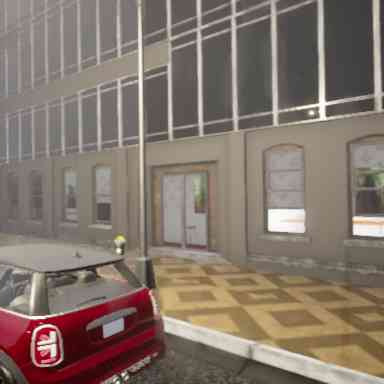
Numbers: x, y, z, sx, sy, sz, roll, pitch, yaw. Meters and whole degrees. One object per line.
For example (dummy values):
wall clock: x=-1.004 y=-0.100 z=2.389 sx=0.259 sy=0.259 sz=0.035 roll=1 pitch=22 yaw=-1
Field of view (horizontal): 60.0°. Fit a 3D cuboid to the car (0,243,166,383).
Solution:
car: x=-2.396 y=1.439 z=4.602 sx=4.097 sy=1.590 sz=1.967 roll=0 pitch=-1 yaw=36
